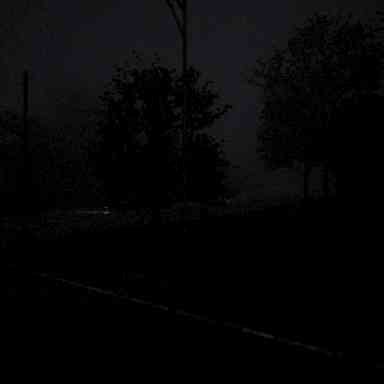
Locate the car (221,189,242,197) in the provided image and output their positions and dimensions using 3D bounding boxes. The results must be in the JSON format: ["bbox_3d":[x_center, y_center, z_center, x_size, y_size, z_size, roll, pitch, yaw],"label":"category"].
[{"bbox_3d":[6.902,0.157,57.724,2.128,1.511,4.902,0,3,38],"label":"car"}]

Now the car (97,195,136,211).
[{"bbox_3d":[-8.658,1.150,38.197,2.097,1.767,4.553,0,1,39],"label":"car"}]
